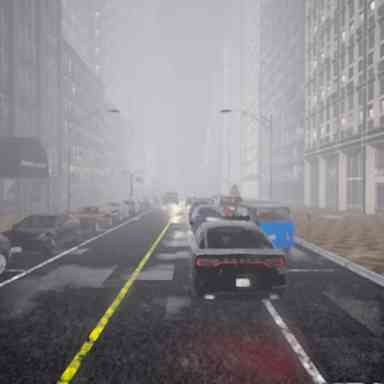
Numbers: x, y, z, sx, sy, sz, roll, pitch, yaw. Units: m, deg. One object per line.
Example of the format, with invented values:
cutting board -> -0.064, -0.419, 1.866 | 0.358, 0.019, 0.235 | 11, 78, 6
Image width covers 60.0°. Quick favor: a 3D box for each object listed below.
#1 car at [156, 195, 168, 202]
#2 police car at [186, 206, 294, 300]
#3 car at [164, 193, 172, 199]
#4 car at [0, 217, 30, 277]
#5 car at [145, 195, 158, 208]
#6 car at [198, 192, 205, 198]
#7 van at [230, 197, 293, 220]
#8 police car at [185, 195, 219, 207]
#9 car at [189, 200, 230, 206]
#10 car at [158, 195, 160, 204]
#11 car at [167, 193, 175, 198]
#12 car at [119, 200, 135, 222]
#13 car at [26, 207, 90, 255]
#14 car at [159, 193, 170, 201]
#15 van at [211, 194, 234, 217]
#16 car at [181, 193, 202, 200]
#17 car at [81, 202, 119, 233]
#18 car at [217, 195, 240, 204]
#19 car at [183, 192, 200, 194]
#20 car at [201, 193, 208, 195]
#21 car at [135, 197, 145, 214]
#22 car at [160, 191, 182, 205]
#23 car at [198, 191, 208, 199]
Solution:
car -> -5.773, 1.175, 64.106 | 1.802, 1.307, 4.206 | -1, 0, 0
police car -> 0.890, 1.371, 8.418 | 1.930, 1.638, 5.238 | 0, 0, 0
car -> -5.793, 1.011, 80.987 | 1.752, 1.417, 4.829 | -1, 0, 0
car -> -5.706, 1.504, 7.271 | 2.008, 1.369, 4.403 | -1, 0, 0
car -> -5.747, 1.289, 41.373 | 2.008, 1.369, 4.403 | -1, 0, 0
car -> 2.573, 0.851, 92.534 | 1.967, 1.590, 4.097 | -1, 0, 0
van -> 2.666, 1.258, 12.963 | 1.690, 1.788, 3.998 | -1, 0, 0
police car -> 0.739, 1.269, 24.442 | 1.930, 1.638, 5.238 | 0, 0, 2
car -> 0.879, 1.410, 18.309 | 1.812, 1.442, 4.674 | 0, 0, 0
car -> -5.760, 1.216, 52.739 | 2.008, 1.369, 4.403 | -1, 0, 0
car -> -5.807, 0.977, 92.525 | 1.947, 1.339, 4.313 | -1, 0, 0
car -> -5.727, 1.396, 24.322 | 2.008, 1.369, 4.403 | -1, 0, 0
car -> -5.712, 1.483, 12.955 | 1.947, 1.339, 4.313 | -1, 0, 0
car -> -5.781, 0.997, 69.789 | 1.967, 1.590, 4.097 | -1, 0, 0
van -> 2.646, 1.151, 30.014 | 1.690, 1.788, 3.998 | -1, 0, 0
car -> -0.043, 1.261, 45.234 | 2.033, 1.411, 5.357 | 0, 0, 0
car -> -5.719, 1.426, 18.638 | 1.887, 1.381, 4.507 | -1, 0, 0
car -> 2.652, 1.161, 24.330 | 2.192, 1.841, 5.009 | -1, 0, 0
car -> -0.070, 1.115, 59.317 | 2.128, 1.511, 4.902 | 0, 0, 0
car -> 2.621, 1.216, 52.749 | 2.008, 1.369, 4.403 | -1, 0, 0
car -> -5.733, 1.392, 30.006 | 1.802, 1.307, 4.206 | -1, 0, 0
car -> -3.070, 0.910, 49.881 | 2.150, 2.045, 5.566 | 0, 0, 0
car -> 2.585, 0.799, 81.166 | 2.192, 1.841, 5.009 | -1, 0, 0
